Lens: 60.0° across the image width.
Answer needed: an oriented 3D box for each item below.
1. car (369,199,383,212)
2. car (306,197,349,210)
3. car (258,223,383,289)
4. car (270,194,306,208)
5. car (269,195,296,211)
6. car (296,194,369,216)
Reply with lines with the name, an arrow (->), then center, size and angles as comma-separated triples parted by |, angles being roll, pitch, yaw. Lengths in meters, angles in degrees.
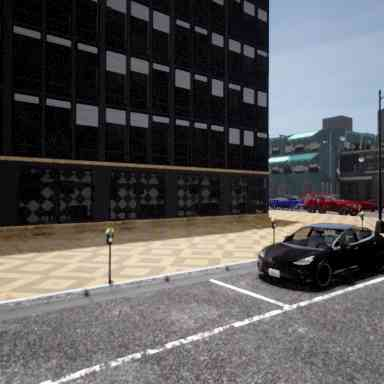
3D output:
car -> 19.022, 1.371, 34.336 | 1.887, 1.381, 4.507 | 1, 0, -36
car -> 15.740, 1.339, 38.805 | 1.802, 1.307, 4.206 | 1, 0, -36
car -> 3.743, 1.566, 9.222 | 4.313, 1.339, 1.947 | 0, 0, -35
car -> 12.459, 1.129, 43.278 | 1.967, 1.590, 4.097 | 1, 0, -36
car -> 10.477, 1.243, 36.176 | 1.812, 1.442, 4.674 | 0, 1, -36
car -> 12.272, 1.100, 29.376 | 2.192, 1.841, 5.009 | 1, 0, -36
